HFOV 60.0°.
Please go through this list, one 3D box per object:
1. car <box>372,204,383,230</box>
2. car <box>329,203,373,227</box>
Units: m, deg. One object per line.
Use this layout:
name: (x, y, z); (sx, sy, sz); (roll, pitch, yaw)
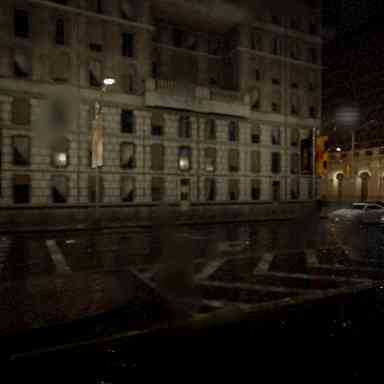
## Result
car: (12.949, 1.475, 19.207); (4.674, 1.442, 1.812); (0, 0, -26)
car: (11.381, 1.470, 22.336); (4.674, 1.442, 1.812); (0, 0, -26)
